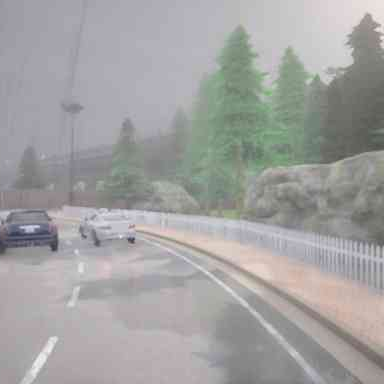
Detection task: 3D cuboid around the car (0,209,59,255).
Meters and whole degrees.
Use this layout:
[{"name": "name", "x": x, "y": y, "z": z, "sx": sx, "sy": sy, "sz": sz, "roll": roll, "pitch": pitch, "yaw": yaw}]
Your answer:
[{"name": "car", "x": -7.127, "y": 1.494, "z": 14.446, "sx": 2.097, "sy": 1.767, "sz": 4.553, "roll": 0, "pitch": -1, "yaw": -28}]

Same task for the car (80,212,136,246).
[{"name": "car", "x": -4.177, "y": 1.683, "z": 16.317, "sx": 1.812, "sy": 1.442, "sz": 4.674, "roll": 0, "pitch": 0, "yaw": -29}]
